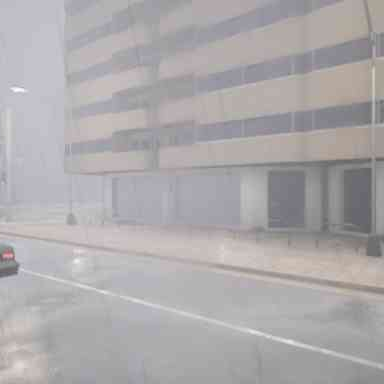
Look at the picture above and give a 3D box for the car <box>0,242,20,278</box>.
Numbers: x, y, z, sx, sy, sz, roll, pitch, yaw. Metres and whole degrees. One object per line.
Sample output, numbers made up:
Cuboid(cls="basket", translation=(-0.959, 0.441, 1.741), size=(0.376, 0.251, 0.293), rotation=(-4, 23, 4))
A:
Cuboid(cls="car", translation=(-6.566, 1.519, 8.609), size=(5.357, 1.411, 2.033), rotation=(0, 0, 36))
